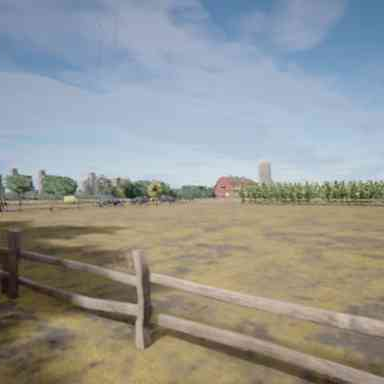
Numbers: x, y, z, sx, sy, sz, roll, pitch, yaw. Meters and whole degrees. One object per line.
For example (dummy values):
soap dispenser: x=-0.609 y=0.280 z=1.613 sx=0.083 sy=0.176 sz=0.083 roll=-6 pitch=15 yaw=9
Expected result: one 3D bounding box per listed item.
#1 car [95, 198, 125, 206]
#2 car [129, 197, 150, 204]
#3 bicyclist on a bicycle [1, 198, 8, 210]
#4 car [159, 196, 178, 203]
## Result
car: x=-14.169 y=1.743 z=57.707 sx=2.033 sy=1.411 sz=5.357 roll=-2 pitch=-1 yaw=35
car: x=-10.625 y=1.793 z=67.456 sx=1.837 sy=1.490 sz=4.892 roll=-2 pitch=-2 yaw=35
bicyclist on a bicycle: x=-22.725 y=1.534 z=40.235 sx=1.656 sy=1.620 sz=0.582 roll=0 pitch=0 yaw=35
car: x=-5.013 y=1.643 z=70.621 sx=1.837 sy=1.490 sz=4.892 roll=-2 pitch=-2 yaw=35
